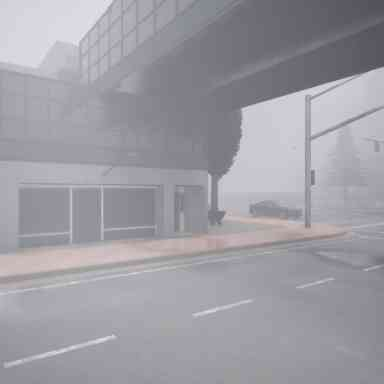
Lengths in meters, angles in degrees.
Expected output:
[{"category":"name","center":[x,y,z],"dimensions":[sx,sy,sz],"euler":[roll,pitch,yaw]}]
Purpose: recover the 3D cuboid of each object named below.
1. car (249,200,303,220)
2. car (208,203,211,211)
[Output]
[{"category":"car","center":[7.144,1.478,28.707],"dimensions":[1.882,1.535,5.008],"euler":[0,0,-36]},{"category":"car","center":[0.250,1.478,38.286],"dimensions":[1.882,1.535,5.008],"euler":[0,0,-36]}]
